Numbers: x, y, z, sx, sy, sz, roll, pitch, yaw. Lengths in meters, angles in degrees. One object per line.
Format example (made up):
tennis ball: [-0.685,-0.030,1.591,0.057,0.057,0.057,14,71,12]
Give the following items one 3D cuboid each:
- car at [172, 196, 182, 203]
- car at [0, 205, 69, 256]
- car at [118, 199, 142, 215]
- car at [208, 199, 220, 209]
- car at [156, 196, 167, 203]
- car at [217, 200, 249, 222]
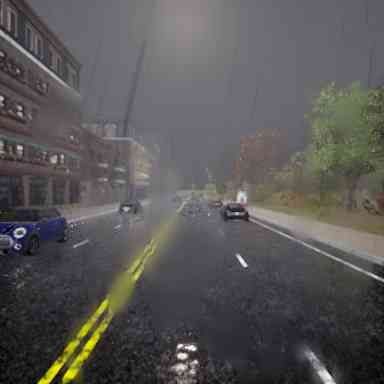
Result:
car: [-3.186,1.560,70.329,1.882,1.535,5.008,0,0,0]
car: [-6.587,1.367,13.091,2.097,1.767,4.553,0,0,0]
car: [-6.471,1.540,35.267,2.128,1.511,4.902,0,0,0]
car: [3.386,1.626,47.279,1.994,1.385,4.181,0,0,0]
car: [-6.436,1.607,70.332,2.128,1.511,4.902,0,0,0]
car: [3.375,1.598,26.983,1.994,1.385,4.181,0,0,0]
